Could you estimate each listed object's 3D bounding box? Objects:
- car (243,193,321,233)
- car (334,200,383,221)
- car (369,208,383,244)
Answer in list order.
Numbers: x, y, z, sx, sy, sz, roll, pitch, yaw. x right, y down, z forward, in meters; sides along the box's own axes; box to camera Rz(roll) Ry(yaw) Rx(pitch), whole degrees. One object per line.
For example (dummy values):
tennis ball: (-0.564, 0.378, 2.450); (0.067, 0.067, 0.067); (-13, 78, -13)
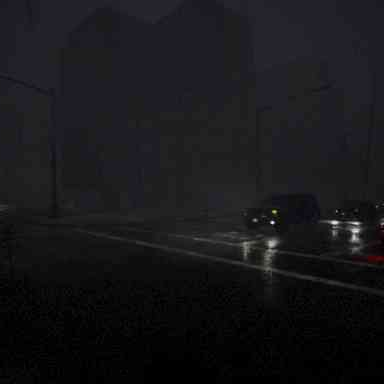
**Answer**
car: (5.273, 1.090, 19.023); (5.566, 2.045, 2.150); (0, 0, -42)
car: (12.813, 1.369, 25.891); (4.892, 1.490, 1.837); (0, -1, -42)
car: (8.899, 1.373, 12.590); (5.357, 1.411, 2.033); (0, 0, -42)
